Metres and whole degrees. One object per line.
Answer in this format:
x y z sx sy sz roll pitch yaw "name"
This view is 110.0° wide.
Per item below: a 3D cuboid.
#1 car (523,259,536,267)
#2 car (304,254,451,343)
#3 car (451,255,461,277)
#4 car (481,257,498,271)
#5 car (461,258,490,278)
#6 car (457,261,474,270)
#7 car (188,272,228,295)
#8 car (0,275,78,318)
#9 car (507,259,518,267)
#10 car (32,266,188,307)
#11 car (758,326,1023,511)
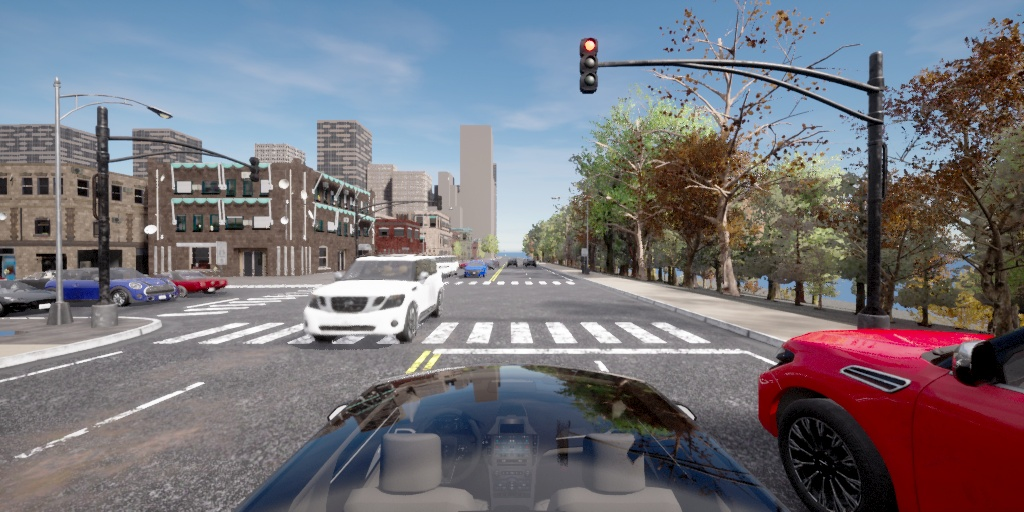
3.309 1.230 64.175 1.837 1.490 4.892 0 0 0 "car"
-3.359 0.970 10.022 2.150 2.045 5.566 0 0 0 "car"
-6.601 0.962 34.904 2.150 2.045 5.566 0 0 2 "car"
-3.382 1.280 50.242 2.033 1.411 5.357 0 0 0 "car"
-3.377 1.218 33.961 1.882 1.535 5.008 0 0 -1 "car"
-6.631 1.333 51.807 1.895 1.301 4.718 0 0 0 "car"
-18.214 1.524 19.218 4.718 1.301 1.895 -1 1 3 "car"
-19.959 1.565 13.661 4.313 1.339 1.948 0 0 0 "car"
0.060 1.230 64.684 1.837 1.490 4.892 0 0 0 "car"
-18.101 1.303 16.314 4.553 1.767 2.097 -1 1 1 "car"
3.347 0.972 0.922 2.150 2.045 5.566 0 0 0 "car"
